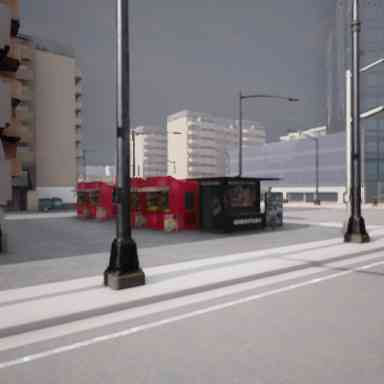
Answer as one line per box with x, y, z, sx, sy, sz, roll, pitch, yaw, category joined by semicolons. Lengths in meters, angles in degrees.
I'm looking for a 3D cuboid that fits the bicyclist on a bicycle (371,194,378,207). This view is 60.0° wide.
23.982;1.130;43.681;1.656;1.620;0.582;-1;0;-36;bicyclist on a bicycle
